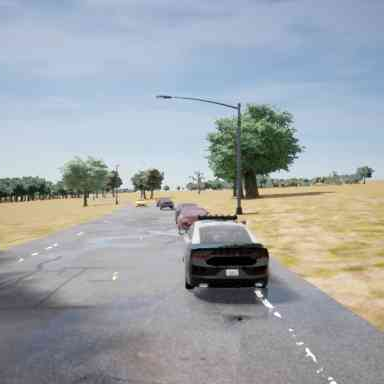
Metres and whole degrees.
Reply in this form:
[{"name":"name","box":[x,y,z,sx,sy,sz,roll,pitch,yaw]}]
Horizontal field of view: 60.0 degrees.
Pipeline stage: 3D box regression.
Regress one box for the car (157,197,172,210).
[{"name":"car","box":[-3.536,1.705,46.160,1.837,1.490,4.892,0,-1,-7]}]

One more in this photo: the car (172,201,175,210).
[{"name":"car","box":[-0.363,1.577,25.325,1.837,1.490,4.892,0,0,-5]}]

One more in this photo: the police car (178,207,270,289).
[{"name":"police car","box":[0.695,1.447,9.378,1.930,1.638,5.238,0,0,-3]}]

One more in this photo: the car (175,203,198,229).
[{"name":"car","box":[0.098,1.579,19.308,1.812,1.442,4.674,0,0,-4]}]

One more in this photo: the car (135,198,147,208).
[{"name":"car","box":[-8.217,1.775,53.814,1.882,1.535,5.008,0,-1,-8]}]
